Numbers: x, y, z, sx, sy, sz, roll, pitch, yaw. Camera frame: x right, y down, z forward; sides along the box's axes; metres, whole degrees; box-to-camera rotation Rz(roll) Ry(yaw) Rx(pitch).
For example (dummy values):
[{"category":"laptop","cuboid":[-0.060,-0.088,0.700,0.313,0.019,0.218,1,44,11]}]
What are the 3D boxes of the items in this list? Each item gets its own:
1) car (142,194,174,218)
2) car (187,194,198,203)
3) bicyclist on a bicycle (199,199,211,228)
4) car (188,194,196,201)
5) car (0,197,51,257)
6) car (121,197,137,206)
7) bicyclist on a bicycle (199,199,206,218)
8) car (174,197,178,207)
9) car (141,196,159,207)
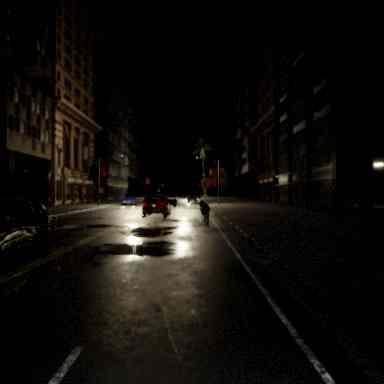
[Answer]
[{"category":"car","cuboid":[-3.150,1.203,30.165,2.150,2.045,5.566,0,0,0]},{"category":"car","cuboid":[0.036,1.361,67.784,1.837,1.490,4.892,0,-2,0]},{"category":"bicyclist on a bicycle","cuboid":[0.895,1.441,20.654,0.582,1.620,1.656,0,0,0]},{"category":"car","cuboid":[0.002,1.274,80.518,1.882,1.535,5.008,0,0,0]},{"category":"car","cuboid":[-6.600,1.216,10.793,2.150,2.045,5.566,0,0,0]},{"category":"car","cuboid":[-9.813,1.457,52.321,1.812,1.442,4.674,0,0,0]},{"category":"bicyclist on a bicycle","cuboid":[0.895,1.434,29.643,0.582,1.620,1.656,0,0,0]},{"category":"car","cuboid":[-3.150,1.433,49.352,2.128,1.511,4.902,0,0,0]},{"category":"car","cuboid":[-6.564,1.423,52.313,2.128,1.511,4.902,0,0,0]}]
